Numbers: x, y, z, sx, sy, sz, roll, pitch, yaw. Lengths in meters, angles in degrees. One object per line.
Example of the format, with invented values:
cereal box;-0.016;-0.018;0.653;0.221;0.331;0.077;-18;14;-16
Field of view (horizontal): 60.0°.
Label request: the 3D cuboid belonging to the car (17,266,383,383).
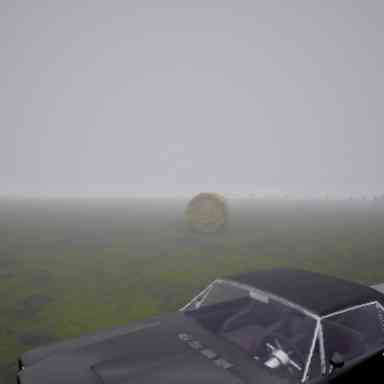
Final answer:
car;0.774;1.590;3.372;4.718;1.301;1.895;0;0;-34
